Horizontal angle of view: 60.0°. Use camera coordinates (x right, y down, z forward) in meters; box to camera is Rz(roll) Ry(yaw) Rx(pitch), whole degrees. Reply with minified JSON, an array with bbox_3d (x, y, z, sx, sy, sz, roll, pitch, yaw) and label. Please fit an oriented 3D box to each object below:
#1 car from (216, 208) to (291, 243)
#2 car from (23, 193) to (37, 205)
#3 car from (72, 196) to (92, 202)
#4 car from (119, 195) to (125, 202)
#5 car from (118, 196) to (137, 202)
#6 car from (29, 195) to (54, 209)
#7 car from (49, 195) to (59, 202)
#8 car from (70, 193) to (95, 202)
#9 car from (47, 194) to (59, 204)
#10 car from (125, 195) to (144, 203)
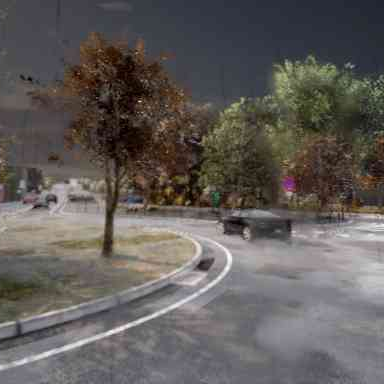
[{"bbox_3d":[2.922,1.535,16.644,1.882,1.535,5.008,3,-1,-19],"label":"car"},{"bbox_3d":[-29.715,1.249,61.366,2.150,2.045,5.566,1,-1,-20],"label":"car"},{"bbox_3d":[-26.858,1.771,81.218,4.674,1.452,2.002,1,-1,-21],"label":"car"},{"bbox_3d":[-15.208,1.772,85.893,5.566,2.045,2.435,1,-1,-21],"label":"car"},{"bbox_3d":[-18.173,2.057,93.694,4.892,1.521,2.231,1,-1,-21],"label":"car"},{"bbox_3d":[-20.258,1.549,44.966,2.033,1.411,5.357,1,-1,-19],"label":"car"},{"bbox_3d":[-33.045,1.530,79.789,2.128,1.511,4.902,1,-1,-20],"label":"car"},{"bbox_3d":[-25.868,1.466,78.573,5.566,2.045,2.435,1,-1,-21],"label":"car"},{"bbox_3d":[-28.580,1.355,67.705,2.150,2.045,5.566,1,-1,-20],"label":"car"},{"bbox_3d":[-13.181,1.862,80.479,4.553,1.767,2.185,1,0,-21],"label":"car"}]
